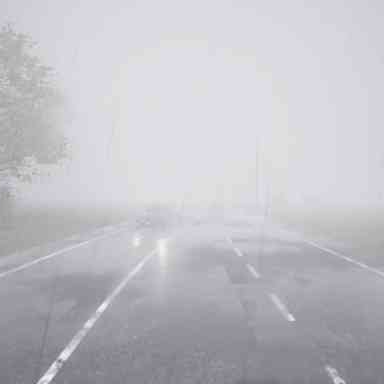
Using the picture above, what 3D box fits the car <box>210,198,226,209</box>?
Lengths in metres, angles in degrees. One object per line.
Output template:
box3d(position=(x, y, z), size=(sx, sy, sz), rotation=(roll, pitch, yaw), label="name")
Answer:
box3d(position=(3.479, 1.498, 44.971), size=(1.882, 1.535, 5.008), rotation=(0, 0, 0), label="car")

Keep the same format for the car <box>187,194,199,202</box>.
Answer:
box3d(position=(-0.035, 1.385, 74.005), size=(2.097, 1.767, 4.553), rotation=(0, 0, 0), label="car")

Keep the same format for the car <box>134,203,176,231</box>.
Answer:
box3d(position=(-2.209, 1.517, 21.009), size=(1.837, 1.490, 4.892), rotation=(0, 0, 7), label="car")
